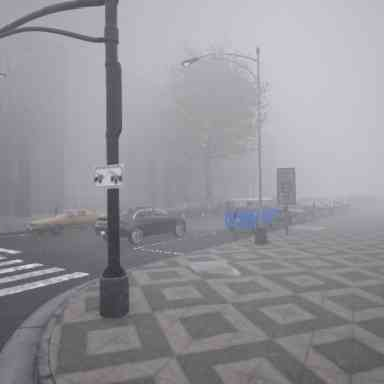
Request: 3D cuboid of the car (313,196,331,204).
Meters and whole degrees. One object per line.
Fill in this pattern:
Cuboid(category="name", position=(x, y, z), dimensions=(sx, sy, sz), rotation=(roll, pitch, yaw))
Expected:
Cuboid(category="car", position=(24.200, 1.454, 61.926), dimensions=(2.008, 1.369, 4.403), rotation=(-1, -1, 36))

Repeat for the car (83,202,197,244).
Cuboid(category="car", position=(-2.186, 1.429, 15.408), dimensions=(2.128, 1.511, 4.902), rotation=(-1, -1, 36))

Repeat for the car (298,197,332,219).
Cuboid(category="car", position=(9.698, 1.386, 27.185), dimensions=(1.887, 1.381, 4.507), rotation=(-1, 0, 36))

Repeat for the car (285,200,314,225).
Cuboid(category="car", position=(6.536, 1.422, 22.792), dimensions=(1.947, 1.339, 4.313), rotation=(-1, 0, 36))

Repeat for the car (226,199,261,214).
Cuboid(category="car", position=(5.662, 1.529, 36.170), dimensions=(2.008, 1.369, 4.403), rotation=(-1, 0, 36))

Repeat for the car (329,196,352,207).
Cuboid(category="car", position=(21.784, 1.376, 48.710), dimensions=(2.033, 1.411, 5.357), rotation=(-1, -1, 36))

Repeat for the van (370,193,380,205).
Cuboid(category="van", position=(28.668, 1.103, 53.549), dimensions=(1.690, 1.788, 3.998), rotation=(-1, -1, 36))

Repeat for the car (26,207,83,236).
Cuboid(category="car", position=(-6.802, 1.564, 18.862), dimensions=(1.752, 1.417, 4.829), rotation=(-1, 0, 36))

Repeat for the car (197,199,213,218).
Cuboid(category="car", position=(-0.517, 1.552, 27.584), dimensions=(1.887, 1.381, 4.507), rotation=(-1, 0, 36))

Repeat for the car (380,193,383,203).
Cuboid(category="car", position=(31.932, 1.275, 58.079), dimensions=(1.752, 1.417, 4.829), rotation=(-1, -1, 36))

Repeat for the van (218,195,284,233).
Cuboid(category="van", position=(3.371, 1.213, 18.400), dimensions=(1.690, 1.788, 3.998), rotation=(-1, 0, 36))

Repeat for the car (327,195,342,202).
Cuboid(category="car", position=(29.967, 1.433, 69.939), dimensions=(2.008, 1.369, 4.403), rotation=(-1, -1, 36))

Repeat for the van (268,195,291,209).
Cuboid(category="van", position=(11.838, 1.293, 44.756), dimensions=(1.690, 1.788, 3.998), rotation=(-1, 0, 36))

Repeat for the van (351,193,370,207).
Cuboid(category="van", position=(22.344, 1.128, 44.761), dimensions=(1.690, 1.788, 3.998), rotation=(-1, 0, 36))

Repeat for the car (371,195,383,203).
Cuboid(category="car", position=(34.996, 1.304, 62.334), dimensions=(1.947, 1.339, 4.313), rotation=(-1, -1, 36))

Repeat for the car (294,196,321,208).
Cuboid(category="car", position=(15.942, 1.387, 45.730), dimensions=(2.128, 1.511, 4.902), rotation=(-1, -1, 36))

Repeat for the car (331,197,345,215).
Cuboid(category="car", position=(12.861, 1.409, 31.579), dimensions=(1.802, 1.307, 4.206), rotation=(-1, 0, 36))

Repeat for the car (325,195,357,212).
Cuboid(category="car", position=(16.022, 1.364, 35.973), dimensions=(2.008, 1.369, 4.403), rotation=(-1, 0, 36))

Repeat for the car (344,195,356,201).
Cuboid(category="car", position=(39.508, 1.402, 83.195), dimensions=(2.008, 1.369, 4.403), rotation=(-1, -1, 36))

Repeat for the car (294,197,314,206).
Cuboid(category="car", position=(18.020, 1.492, 53.340), dimensions=(1.947, 1.339, 4.313), rotation=(-1, 0, 36))

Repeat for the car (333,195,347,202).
Cuboid(category="car", position=(33.147, 1.416, 74.357), dimensions=(1.887, 1.381, 4.507), rotation=(-1, -1, 36))

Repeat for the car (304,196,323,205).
Cuboid(category="car", position=(21.011, 1.440, 57.495), dimensions=(1.752, 1.417, 4.829), rotation=(-1, -1, 36))

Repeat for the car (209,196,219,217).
Cuboid(category="car", position=(2.569, 1.307, 31.878), dimensions=(2.192, 1.841, 5.009), rotation=(-1, 0, 36))
